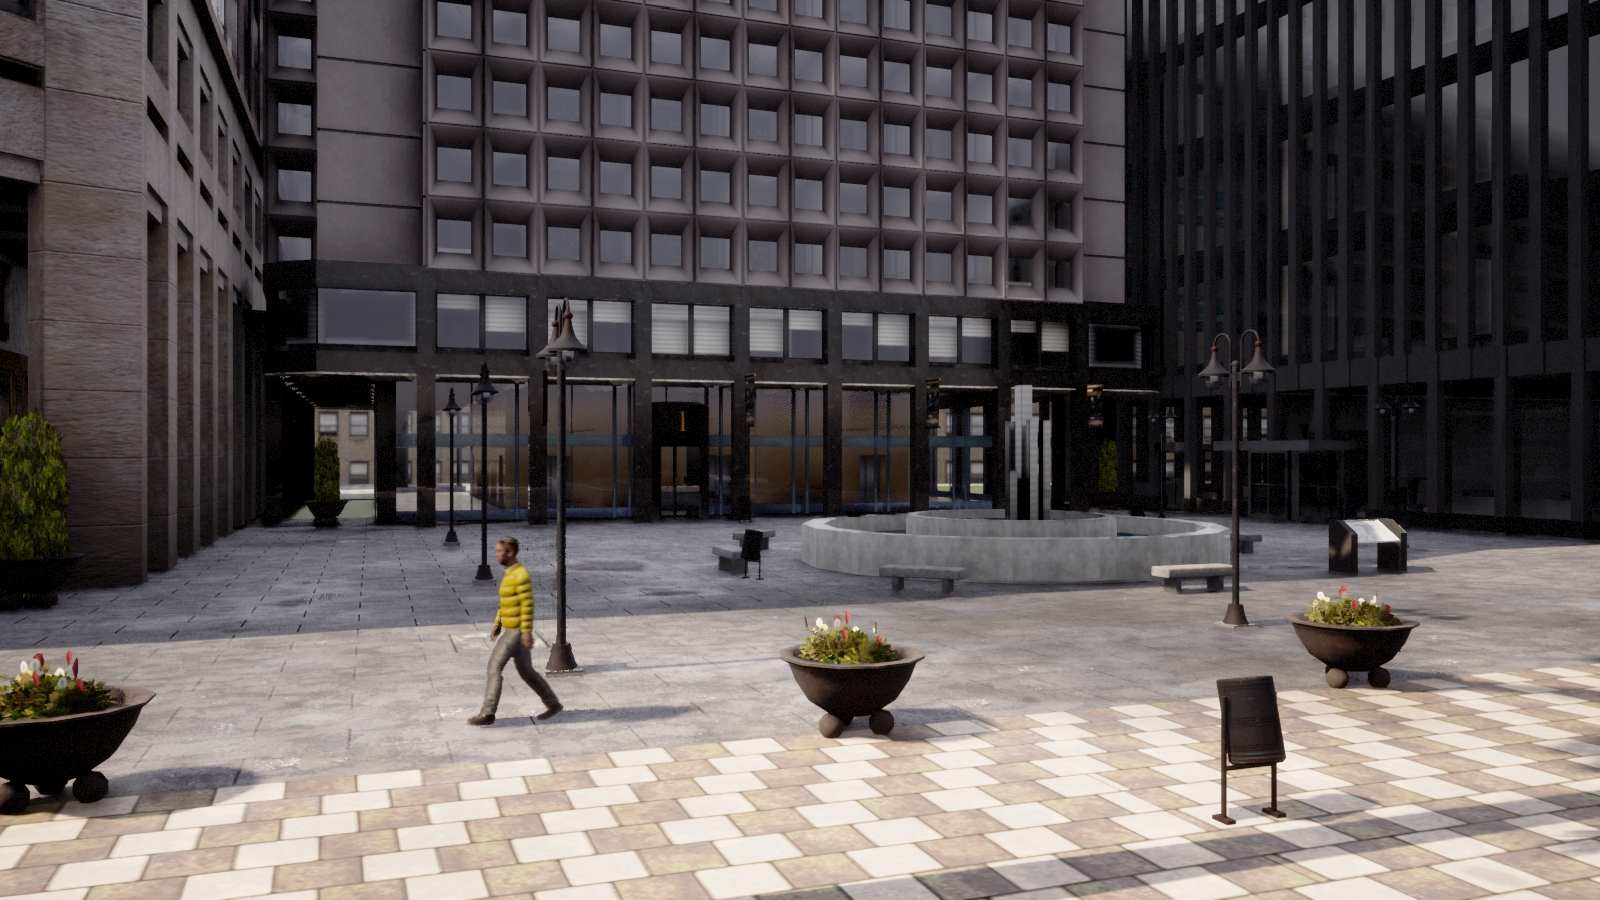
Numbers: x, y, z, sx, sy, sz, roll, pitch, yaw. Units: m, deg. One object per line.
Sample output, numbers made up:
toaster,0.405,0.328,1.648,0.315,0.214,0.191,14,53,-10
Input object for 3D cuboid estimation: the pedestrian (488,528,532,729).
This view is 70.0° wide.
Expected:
pedestrian,-2.801,1.701,11.024,0.375,1.860,0.375,0,0,-20
